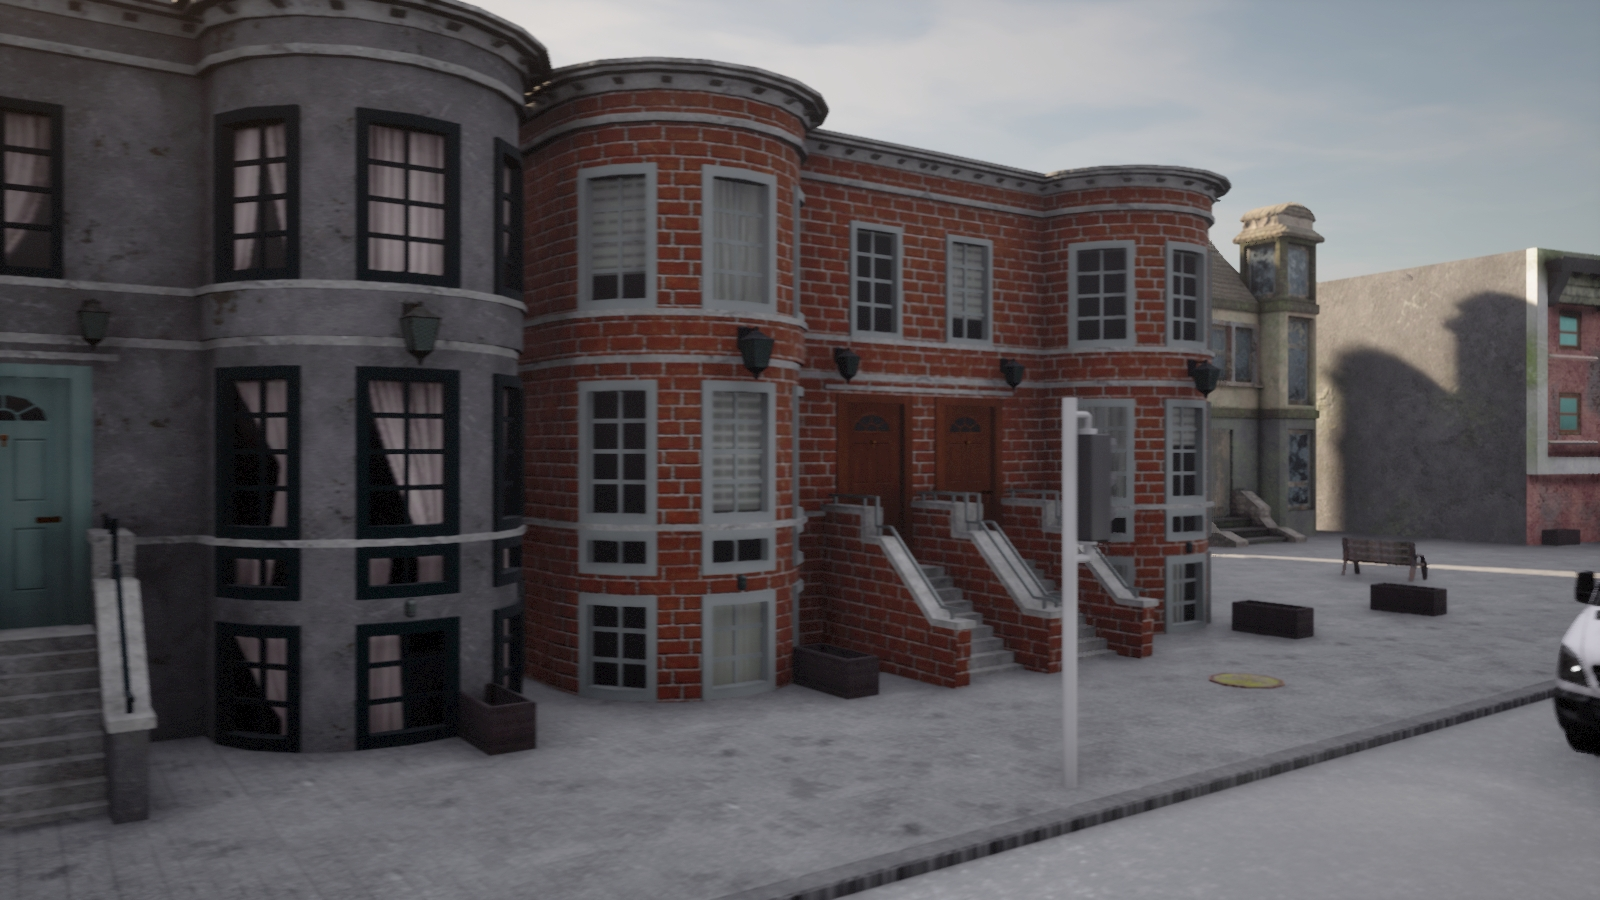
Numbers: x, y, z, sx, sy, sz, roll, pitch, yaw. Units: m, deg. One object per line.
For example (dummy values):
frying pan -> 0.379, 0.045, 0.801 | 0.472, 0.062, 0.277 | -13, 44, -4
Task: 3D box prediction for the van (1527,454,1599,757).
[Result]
van -> 9.437, 1.315, 11.021 | 5.915, 2.561, 1.988 | 0, 0, -35
